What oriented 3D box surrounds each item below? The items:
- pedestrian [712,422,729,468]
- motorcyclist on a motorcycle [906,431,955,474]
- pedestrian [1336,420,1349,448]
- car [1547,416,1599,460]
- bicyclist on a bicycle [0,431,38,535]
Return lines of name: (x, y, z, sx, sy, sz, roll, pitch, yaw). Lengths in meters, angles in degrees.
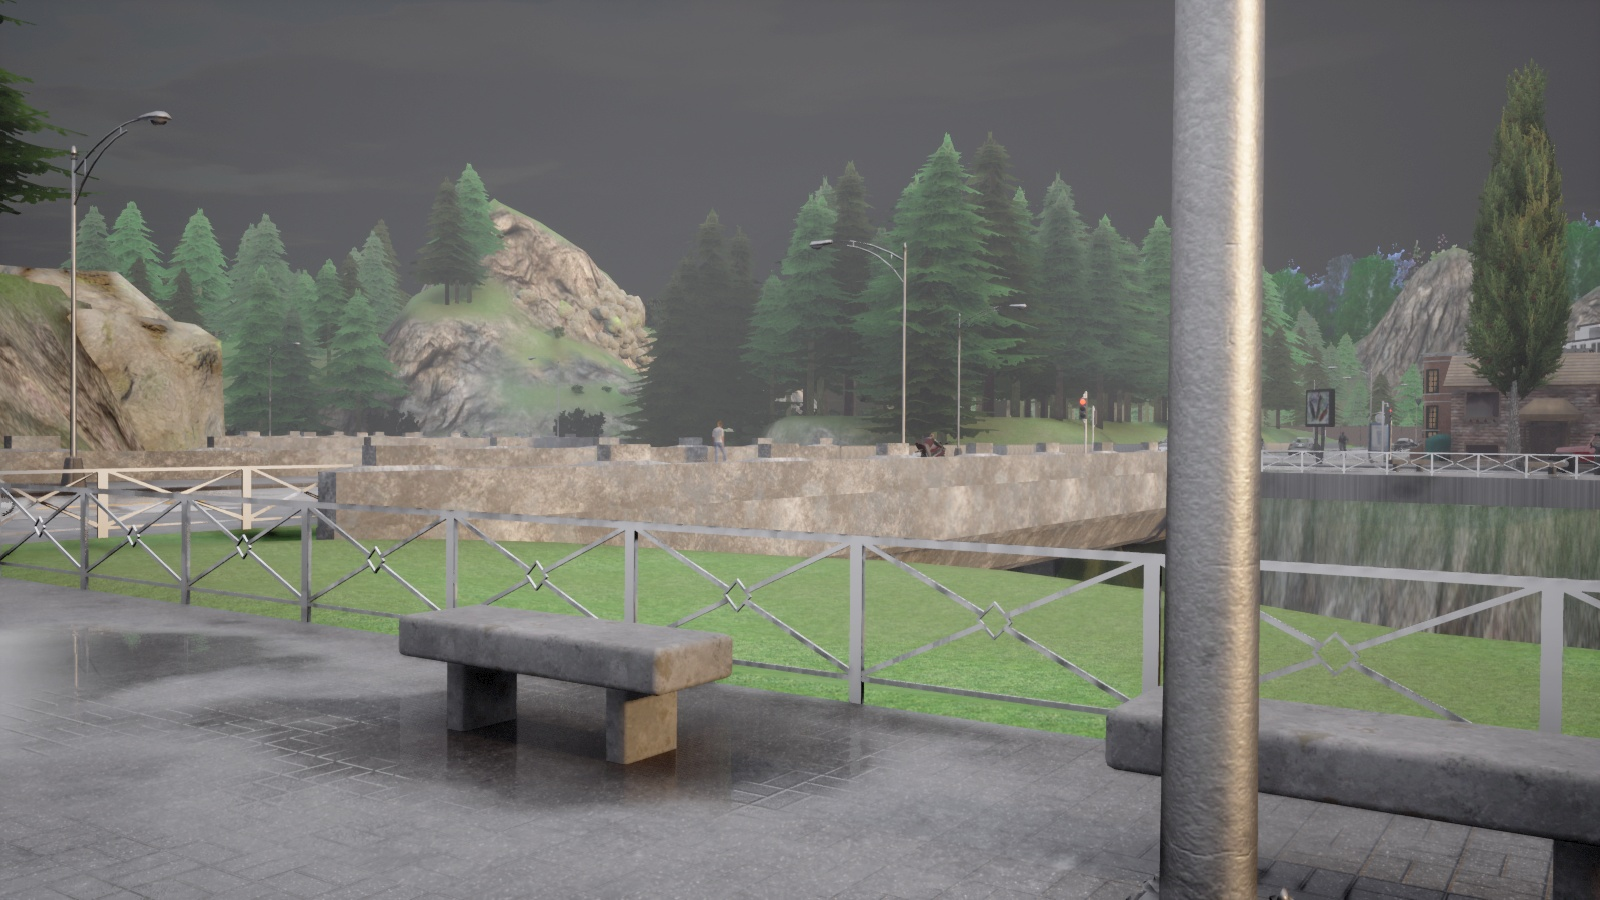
pedestrian: (-3.178, -0.214, 50.101, 0.354, 1.836, 0.706, 0, 1, 27)
motorcyclist on a motorcycle: (4.851, 0.086, 46.644, 0.866, 1.530, 2.191, 0, 1, 34)
pedestrian: (36.957, -1.066, 85.598, 0.563, 1.883, 0.849, 0, 1, 42)
car: (35.021, -0.544, 54.954, 3.866, 1.878, 1.905, -1, 0, 34)
bicyclist on a bicycle: (-12.950, 0.517, 19.656, 0.866, 1.612, 1.509, 1, 1, 31)
